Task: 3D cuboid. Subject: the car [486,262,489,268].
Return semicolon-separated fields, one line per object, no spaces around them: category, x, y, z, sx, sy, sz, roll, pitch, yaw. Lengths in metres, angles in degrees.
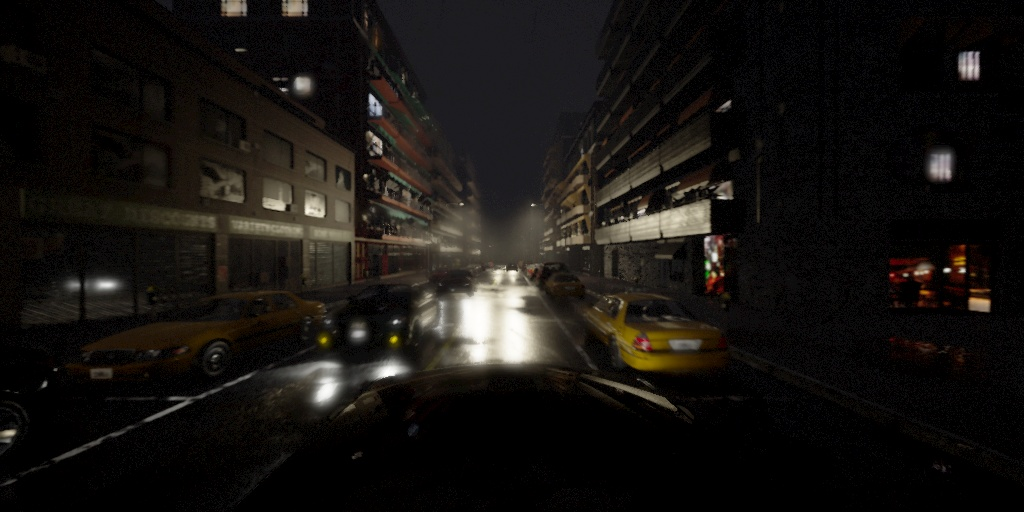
car;-5.678;1.749;62.787;2.192;1.841;5.009;0;0;0

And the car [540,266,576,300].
car;2.703;1.465;18.813;1.751;1.417;4.829;0;0;0

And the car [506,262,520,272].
car;0.013;1.901;59.418;1.837;1.490;4.892;0;-1;0

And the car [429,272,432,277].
car;-5.685;1.644;29.645;1.802;1.307;4.207;0;0;0

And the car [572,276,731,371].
car;2.658;1.341;7.765;1.751;1.417;4.829;0;0;0

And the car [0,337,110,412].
car;-5.691;1.319;2.027;1.948;1.339;4.313;0;0;0

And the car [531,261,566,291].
car;2.700;1.316;24.167;2.192;1.841;5.009;0;0;0

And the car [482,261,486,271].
car;-5.679;1.922;57.263;2.007;1.370;4.403;0;0;0

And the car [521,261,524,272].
car;2.700;1.862;51.786;2.007;1.370;4.403;0;0;0

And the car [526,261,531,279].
car;2.697;1.565;35.214;1.967;1.591;4.097;0;0;0

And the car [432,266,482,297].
car;-3.000;1.486;20.540;1.812;1.442;4.674;0;-1;0

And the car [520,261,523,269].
car;2.702;1.939;57.310;1.948;1.339;4.313;0;0;0

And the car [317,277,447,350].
car;-3.093;1.397;9.186;1.994;1.385;4.181;0;-1;-1

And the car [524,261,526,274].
car;2.698;1.627;40.739;1.967;1.591;4.097;0;0;0

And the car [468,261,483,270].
car;-5.680;1.861;51.741;2.007;1.370;4.403;0;0;0

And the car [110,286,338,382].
car;-5.689;1.340;7.380;1.751;1.417;4.829;0;0;0
